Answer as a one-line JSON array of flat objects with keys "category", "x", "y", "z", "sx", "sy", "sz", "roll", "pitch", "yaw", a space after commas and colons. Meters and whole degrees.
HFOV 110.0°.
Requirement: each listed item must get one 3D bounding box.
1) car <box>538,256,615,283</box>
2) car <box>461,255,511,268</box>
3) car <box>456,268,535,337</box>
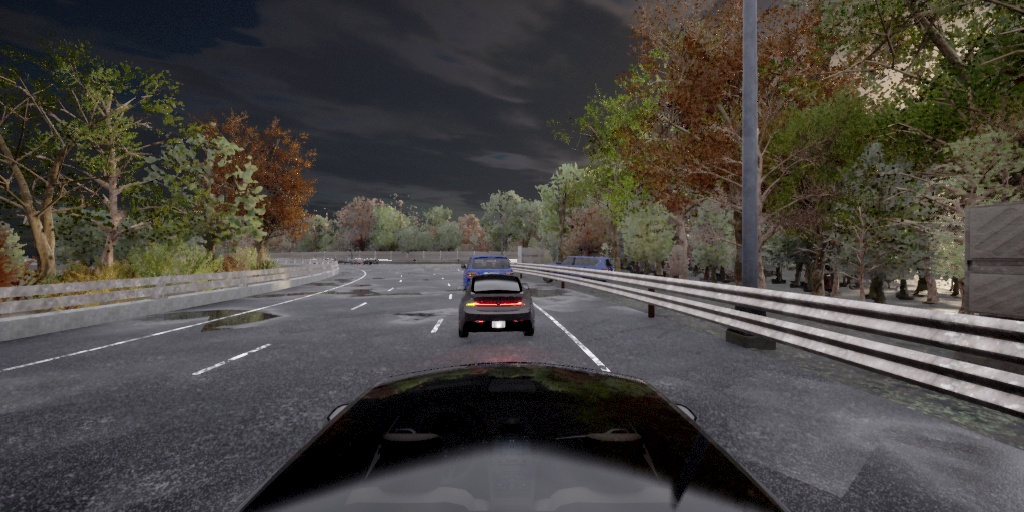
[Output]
[{"category": "car", "x": 4.653, "y": 1.004, "z": 26.006, "sx": 5.566, "sy": 2.045, "sz": 2.150, "roll": 3, "pitch": 1, "yaw": 29}, {"category": "car", "x": -1.252, "y": 0.972, "z": 17.486, "sx": 2.150, "sy": 2.045, "sz": 5.566, "roll": 0, "pitch": 0, "yaw": -9}, {"category": "car", "x": -0.519, "y": 1.255, "z": 10.288, "sx": 1.837, "sy": 1.490, "sz": 4.892, "roll": 0, "pitch": 0, "yaw": -5}]
